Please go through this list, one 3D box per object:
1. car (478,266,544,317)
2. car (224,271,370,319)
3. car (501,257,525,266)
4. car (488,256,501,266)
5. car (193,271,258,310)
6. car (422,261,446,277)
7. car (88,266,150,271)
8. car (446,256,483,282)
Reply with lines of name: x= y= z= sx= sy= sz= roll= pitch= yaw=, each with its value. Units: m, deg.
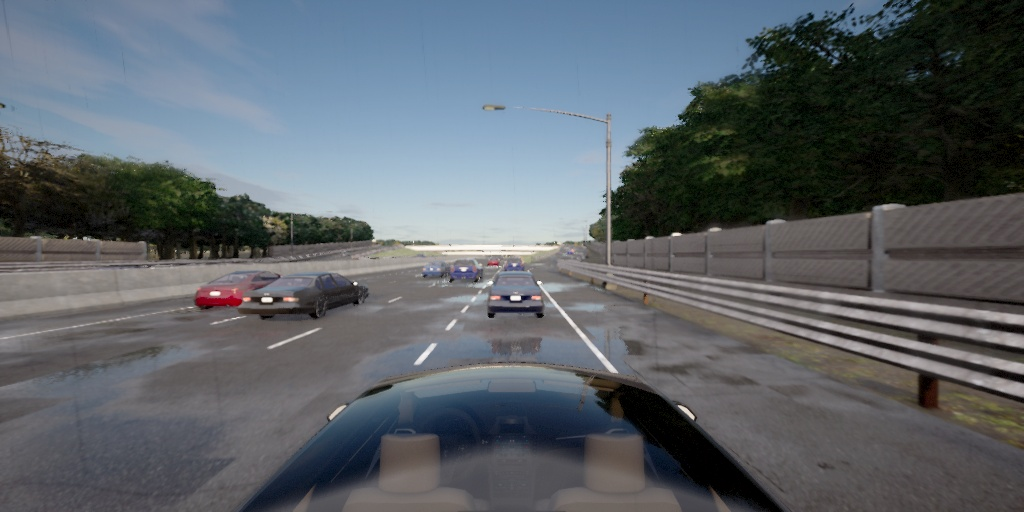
car: x=0.116 y=1.264 z=12.982 sx=2.033 sy=1.411 sz=5.357 roll=0 pitch=0 yaw=0
car: x=-6.885 y=1.266 z=12.599 sx=2.033 sy=1.411 sz=5.357 roll=0 pitch=0 yaw=0
car: x=0.275 y=0.952 z=38.008 sx=2.097 sy=1.767 sz=4.553 roll=0 pitch=0 yaw=1
car: x=-3.207 y=1.044 z=64.008 sx=1.994 sy=1.385 sz=4.181 roll=0 pitch=0 yaw=0
car: x=-10.378 y=1.273 z=14.554 sx=1.994 sy=1.385 sz=4.181 roll=0 pitch=0 yaw=0
car: x=-6.793 y=1.171 z=32.805 sx=2.033 sy=1.411 sz=5.357 roll=0 pitch=0 yaw=0
car: x=-21.059 y=1.236 z=19.056 sx=2.033 sy=1.411 sz=5.357 roll=0 pitch=0 yaw=0
car: x=-3.425 y=1.000 z=27.602 sx=2.097 sy=1.767 sz=4.553 roll=0 pitch=0 yaw=0
